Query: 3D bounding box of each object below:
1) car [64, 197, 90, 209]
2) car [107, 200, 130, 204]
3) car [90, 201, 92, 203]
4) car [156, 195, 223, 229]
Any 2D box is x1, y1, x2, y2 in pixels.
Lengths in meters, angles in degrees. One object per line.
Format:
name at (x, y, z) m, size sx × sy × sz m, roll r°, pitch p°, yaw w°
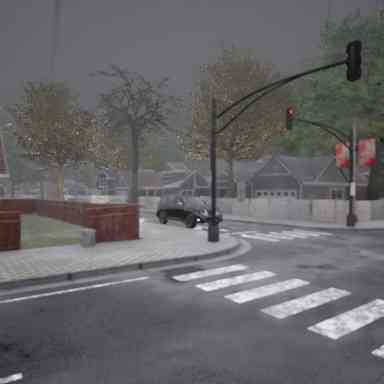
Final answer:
car at (-15.499, 1.539, 43.579) m, size 2.128 × 1.511 × 4.902 m, roll 0°, pitch 0°, yaw -35°
car at (-6.820, 1.501, 31.405) m, size 1.882 × 1.535 × 5.008 m, roll 0°, pitch 0°, yaw -36°
car at (-16.415, 1.637, 49.813) m, size 1.994 × 1.385 × 4.181 m, roll 0°, pitch 0°, yaw -35°
car at (-0.345, 1.230, 22.353) m, size 2.150 × 2.045 × 5.566 m, roll 0°, pitch 0°, yaw -36°
